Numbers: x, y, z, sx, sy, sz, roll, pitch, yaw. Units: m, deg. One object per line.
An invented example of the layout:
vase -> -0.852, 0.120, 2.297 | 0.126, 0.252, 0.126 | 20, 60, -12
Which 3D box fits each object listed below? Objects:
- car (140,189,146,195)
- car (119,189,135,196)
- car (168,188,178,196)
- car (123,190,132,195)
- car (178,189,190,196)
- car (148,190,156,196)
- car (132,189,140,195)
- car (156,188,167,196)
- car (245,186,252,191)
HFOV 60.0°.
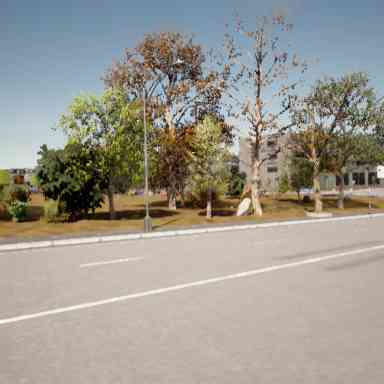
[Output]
car -> -10.310, 0.133, 83.170 | 2.097, 1.535, 5.008 | 0, 3, 18
car -> -17.277, 0.021, 88.728 | 2.097, 1.535, 5.008 | 0, 3, 19
car -> -3.278, 0.223, 77.657 | 2.163, 1.488, 4.792 | -1, 2, 17
car -> -15.025, 0.065, 86.685 | 1.946, 1.575, 5.366 | 0, 3, 19
car -> -0.906, 0.063, 75.902 | 2.185, 1.767, 4.553 | -1, 2, 17
car -> -7.983, 0.165, 81.326 | 2.231, 1.521, 4.892 | -1, 2, 18
car -> -12.661, -0.027, 84.979 | 2.185, 1.767, 4.553 | -1, 2, 18
car -> -5.639, -0.067, 79.465 | 2.435, 2.045, 5.566 | 0, 2, 18
car -> 10.985, -0.210, 66.944 | 2.435, 2.045, 5.566 | -1, 2, 16
